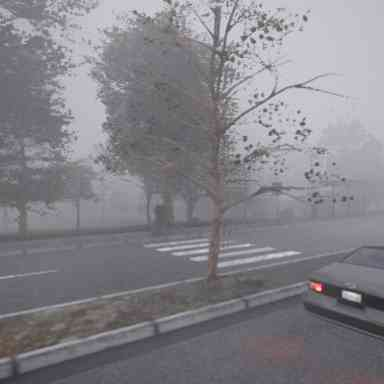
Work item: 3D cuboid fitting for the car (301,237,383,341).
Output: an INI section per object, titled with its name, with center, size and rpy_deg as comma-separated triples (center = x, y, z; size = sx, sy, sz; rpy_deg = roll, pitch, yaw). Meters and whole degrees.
[car]
center = 4.322, 1.539, 6.217
size = 5.357, 1.411, 2.033
rpy_deg = 0, 0, -36
